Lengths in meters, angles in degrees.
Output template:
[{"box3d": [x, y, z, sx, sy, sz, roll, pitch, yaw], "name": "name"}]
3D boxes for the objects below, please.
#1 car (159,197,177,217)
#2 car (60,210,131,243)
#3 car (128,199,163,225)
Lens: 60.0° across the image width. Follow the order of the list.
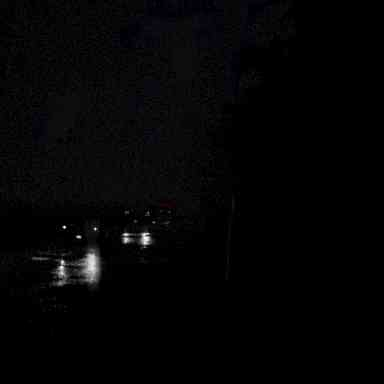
[{"box3d": [-3.037, 1.671, 38.119, 2.150, 2.045, 5.566, 3, 0, 6], "name": "car"}, {"box3d": [-4.922, 1.759, 17.271, 1.895, 1.301, 4.718, 3, -1, 5], "name": "car"}, {"box3d": [-4.025, 1.667, 27.212, 2.097, 1.767, 4.553, 3, -1, 5], "name": "car"}]
